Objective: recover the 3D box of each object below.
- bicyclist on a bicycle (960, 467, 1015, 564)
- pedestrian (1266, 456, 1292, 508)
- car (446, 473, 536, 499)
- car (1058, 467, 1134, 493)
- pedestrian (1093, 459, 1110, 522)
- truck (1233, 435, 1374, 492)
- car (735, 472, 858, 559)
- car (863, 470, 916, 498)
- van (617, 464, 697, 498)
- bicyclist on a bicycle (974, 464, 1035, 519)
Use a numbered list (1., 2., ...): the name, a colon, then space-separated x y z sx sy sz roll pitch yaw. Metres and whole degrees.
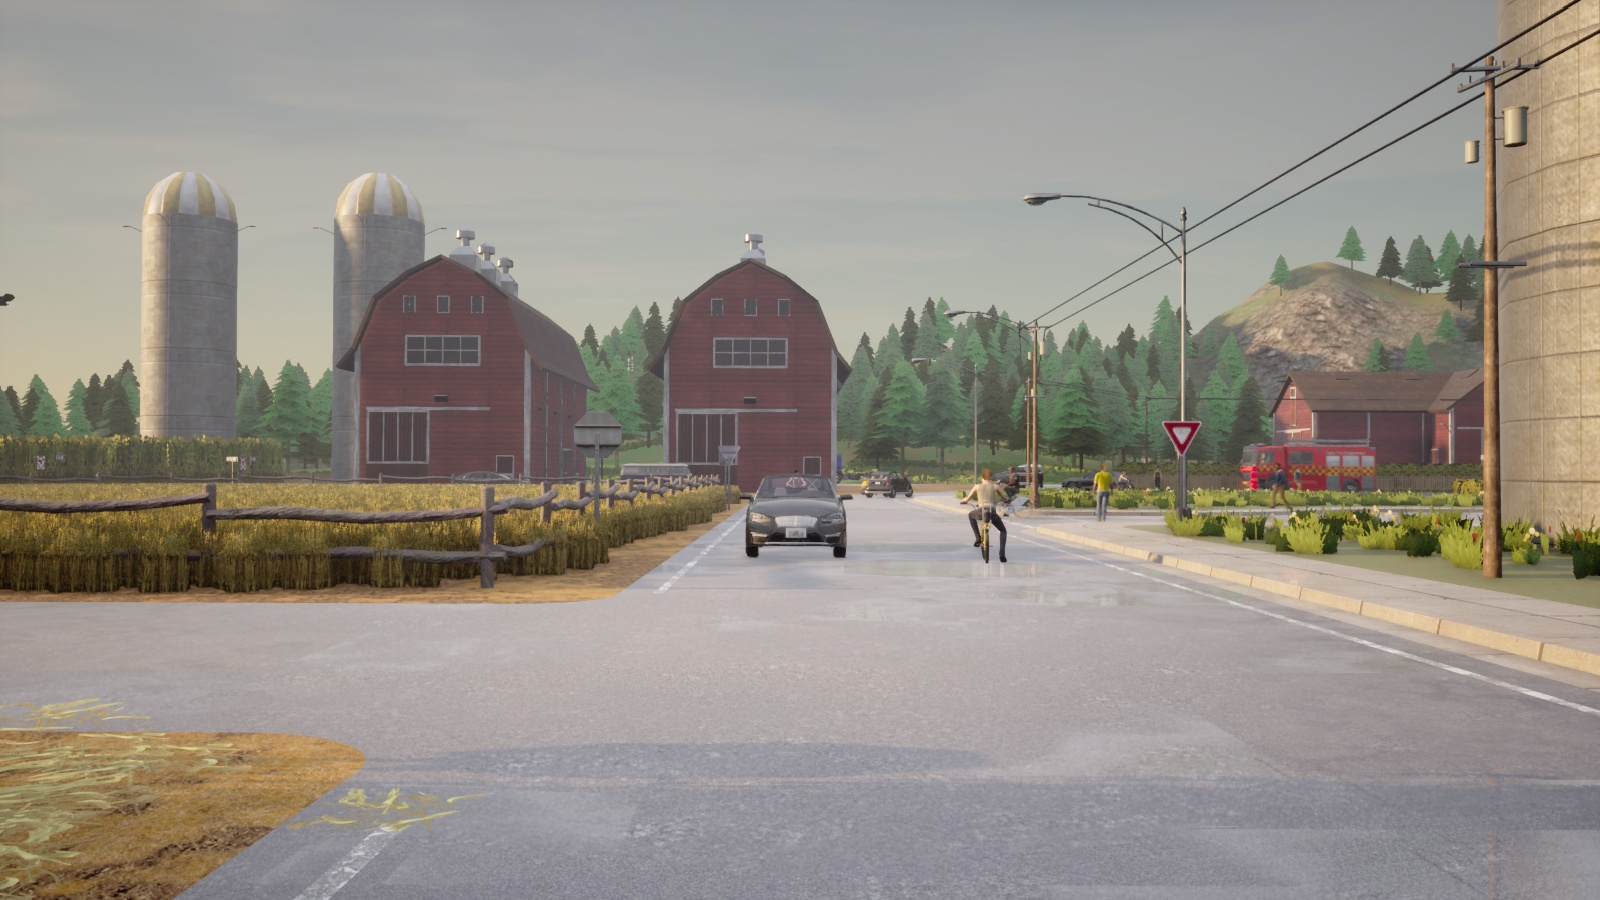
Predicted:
1. bicyclist on a bicycle: 3.225 1.103 21.753 0.866 1.612 1.509 0 -1 6
2. pedestrian: 18.164 1.195 47.612 0.788 1.949 0.423 0 -1 -18
3. car: -18.199 2.132 74.039 4.892 1.490 1.837 0 -1 -3
4. car: 20.550 2.077 87.174 4.856 1.649 2.033 1 0 23
5. pedestrian: 8.986 1.198 37.410 0.354 1.836 0.706 0 -1 4
6. truck: 34.313 0.951 85.800 8.468 3.827 2.891 0 -1 0
7. car: -0.065 1.177 24.229 2.128 1.511 4.902 0 -1 0
8. car: 5.254 1.980 73.564 1.789 1.549 3.705 -1 -1 27
9. van: -8.452 1.845 74.290 4.442 1.987 1.775 0 -1 4
10. bicyclist on a bicycle: 6.728 1.351 41.328 1.843 1.776 0.659 0 0 -13
